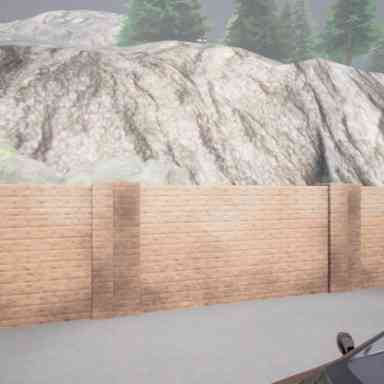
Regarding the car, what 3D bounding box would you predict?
[{"bbox_3d":[2.164,1.492,1.911,4.902,1.511,2.128,0,0,-18],"label":"car"}]
